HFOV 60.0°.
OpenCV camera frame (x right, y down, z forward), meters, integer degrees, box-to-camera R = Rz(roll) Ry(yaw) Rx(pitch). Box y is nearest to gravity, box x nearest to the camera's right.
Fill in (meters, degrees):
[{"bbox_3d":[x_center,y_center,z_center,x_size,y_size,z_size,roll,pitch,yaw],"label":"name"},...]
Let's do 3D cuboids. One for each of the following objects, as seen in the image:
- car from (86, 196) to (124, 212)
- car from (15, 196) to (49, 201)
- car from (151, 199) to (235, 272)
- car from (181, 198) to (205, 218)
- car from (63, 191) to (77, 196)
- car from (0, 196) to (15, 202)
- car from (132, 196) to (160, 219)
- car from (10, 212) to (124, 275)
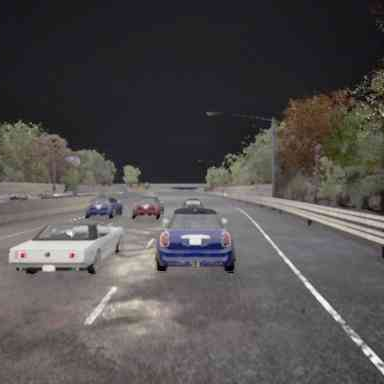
[{"bbox_3d":[-6.908,1.136,26.691,2.097,1.767,4.553,0,0,0],"label":"car"},{"bbox_3d":[-17.588,1.206,37.700,1.837,1.490,4.892,0,0,0],"label":"car"},{"bbox_3d":[0.090,1.263,10.596,2.097,1.767,4.553,0,0,0],"label":"car"},{"bbox_3d":[0.095,1.300,28.018,1.812,1.442,4.674,0,0,0],"label":"car"},{"bbox_3d":[-28.002,0.442,76.644,2.097,1.767,4.553,0,0,0],"label":"car"},{"bbox_3d":[-21.087,1.207,37.645,1.837,1.490,4.892,0,0,0],"label":"car"},{"bbox_3d":[-3.408,1.136,26.663,2.097,1.767,4.553,0,0,0],"label":"car"},{"bbox_3d":[-3.406,1.516,10.155,1.895,1.301,4.718,0,0,0],"label":"car"}]
